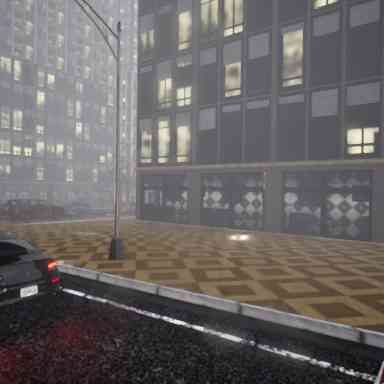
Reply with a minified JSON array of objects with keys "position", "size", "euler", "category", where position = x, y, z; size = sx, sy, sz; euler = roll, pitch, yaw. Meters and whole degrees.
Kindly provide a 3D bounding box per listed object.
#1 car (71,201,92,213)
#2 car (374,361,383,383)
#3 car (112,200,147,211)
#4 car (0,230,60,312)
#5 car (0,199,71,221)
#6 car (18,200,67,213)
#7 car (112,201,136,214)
[{"position":[-13.829,1.731,38.839],"size":[1.994,1.385,4.181],"euler":[1,0,37],"category":"car"},{"position":[3.243,1.353,1.374],"size":[4.553,1.767,2.097],"euler":[0,0,35],"category":"car"},{"position":[-8.538,1.846,46.015],"size":[1.895,1.301,4.718],"euler":[1,0,36],"category":"car"},{"position":[-4.646,1.519,6.987],"size":[4.674,1.442,1.812],"euler":[0,0,35],"category":"car"},{"position":[-13.741,1.510,29.219],"size":[2.192,1.841,5.009],"euler":[1,0,36],"category":"car"},{"position":[-17.245,1.630,38.591],"size":[1.752,1.417,4.829],"euler":[1,0,36],"category":"car"},{"position":[-6.950,1.820,38.435],"size":[1.752,1.417,4.829],"euler":[1,0,36],"category":"car"}]
